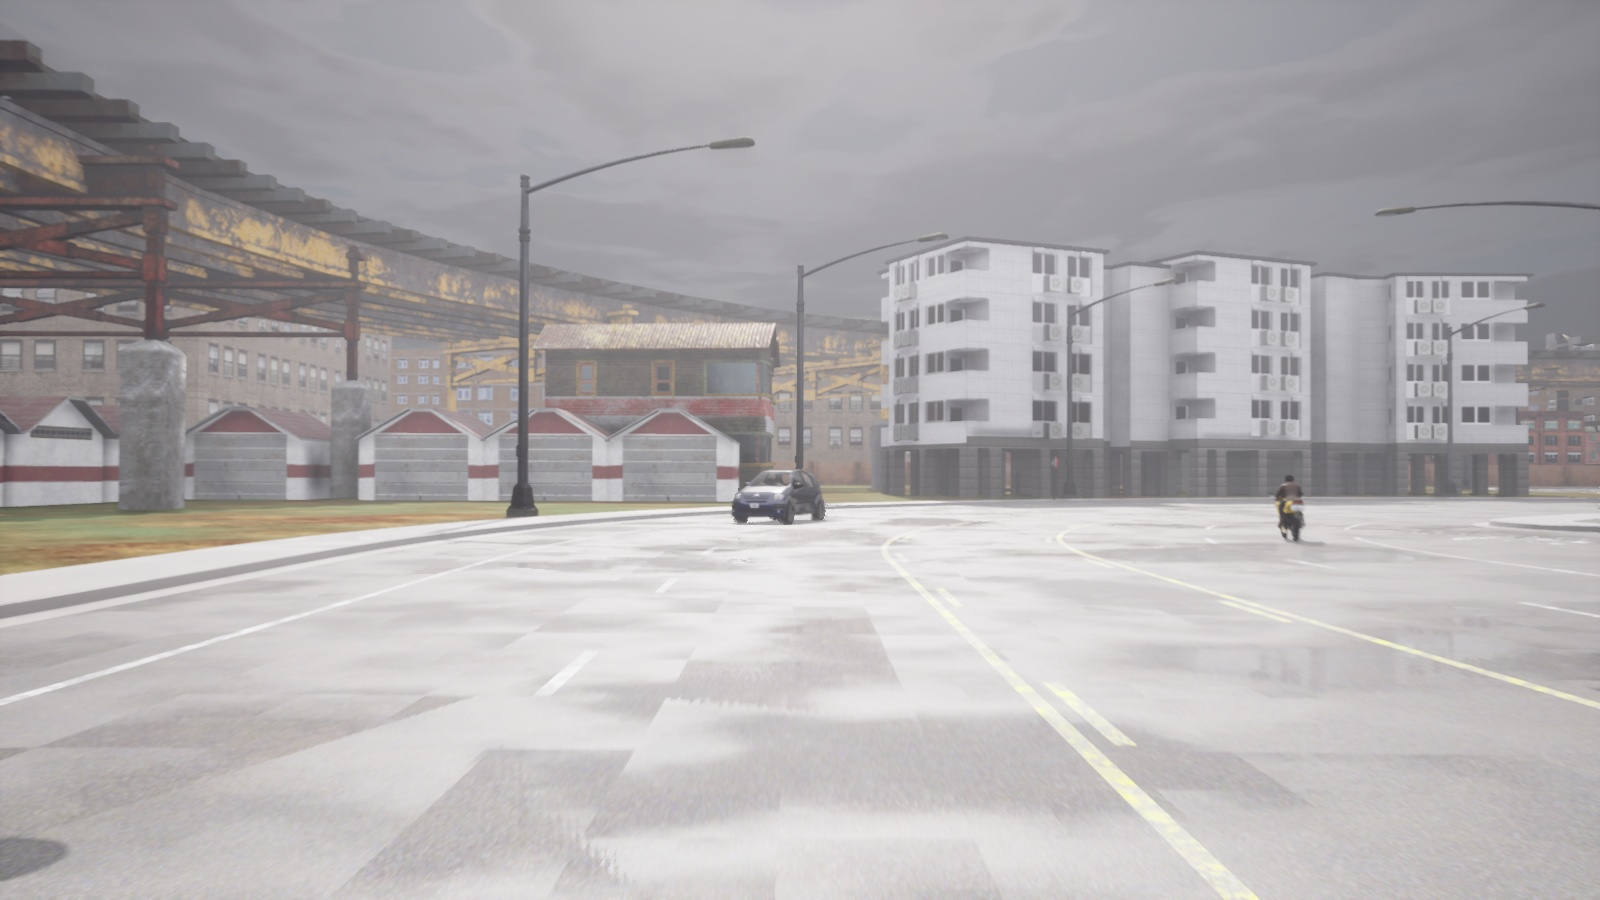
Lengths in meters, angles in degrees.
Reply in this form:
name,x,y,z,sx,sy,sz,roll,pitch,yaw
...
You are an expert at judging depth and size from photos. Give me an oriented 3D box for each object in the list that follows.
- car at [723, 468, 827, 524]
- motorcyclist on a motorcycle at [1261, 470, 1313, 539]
name,x,y,z,sx,sy,sz,roll,pitch,yaw
car,-0.694,1.353,38.196,1.851,1.617,3.988,-1,-1,20
motorcyclist on a motorcycle,11.297,1.239,29.209,0.797,1.523,2.044,0,-1,12
